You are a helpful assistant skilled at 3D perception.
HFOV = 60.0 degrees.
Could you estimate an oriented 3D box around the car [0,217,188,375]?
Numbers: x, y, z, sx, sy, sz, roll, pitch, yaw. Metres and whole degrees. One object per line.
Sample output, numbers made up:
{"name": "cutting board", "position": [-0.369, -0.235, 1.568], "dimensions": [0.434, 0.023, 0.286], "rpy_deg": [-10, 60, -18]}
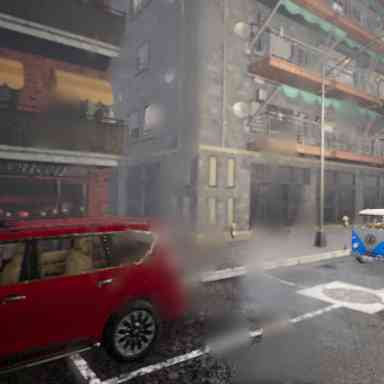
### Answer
{"name": "car", "position": [-2.377, 1.319, 4.388], "dimensions": [5.009, 1.841, 2.192], "rpy_deg": [1, 0, -35]}

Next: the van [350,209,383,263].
{"name": "van", "position": [6.863, 1.444, 10.964], "dimensions": [3.998, 1.788, 1.690], "rpy_deg": [1, 0, -35]}
